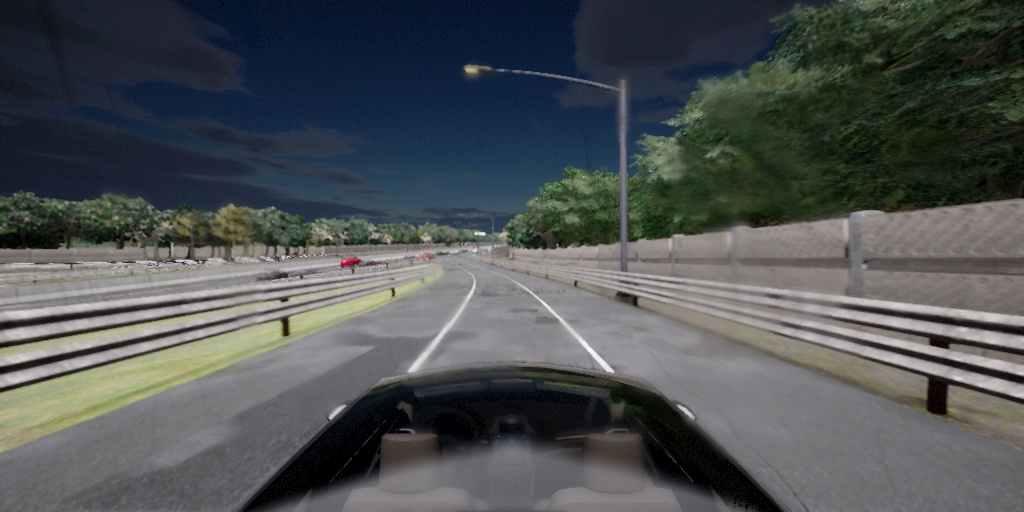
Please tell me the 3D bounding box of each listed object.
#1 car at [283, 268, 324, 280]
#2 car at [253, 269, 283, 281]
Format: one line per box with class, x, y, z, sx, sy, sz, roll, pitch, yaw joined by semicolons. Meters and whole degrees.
car;-27.727;2.393;48.653;2.033;1.411;5.357;0;3;7
car;-31.414;2.434;47.413;2.033;1.411;5.357;0;3;7
